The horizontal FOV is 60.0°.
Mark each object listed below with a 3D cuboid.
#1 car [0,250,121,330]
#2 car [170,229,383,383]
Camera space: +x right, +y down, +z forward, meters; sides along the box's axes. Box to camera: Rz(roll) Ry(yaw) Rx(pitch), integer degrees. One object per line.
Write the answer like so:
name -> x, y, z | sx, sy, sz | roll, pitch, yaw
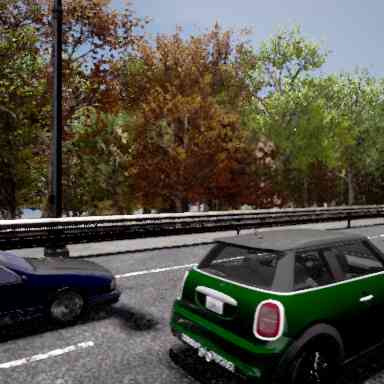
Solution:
car -> -3.938, 1.556, 5.290 | 5.357, 1.411, 2.033 | 0, 0, -35
car -> 1.988, 1.370, 5.190 | 4.553, 1.767, 2.097 | 0, 0, -36
